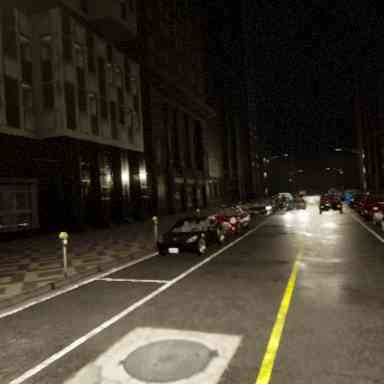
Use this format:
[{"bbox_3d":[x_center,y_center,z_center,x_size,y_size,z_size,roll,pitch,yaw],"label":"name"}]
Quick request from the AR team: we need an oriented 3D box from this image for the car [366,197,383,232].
[{"bbox_3d":[10.050,1.109,16.280,1.887,1.381,4.507,-4,-1,21],"label":"car"}]

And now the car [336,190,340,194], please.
[{"bbox_3d":[22.101,0.742,47.879,1.947,1.339,4.313,-4,-1,21],"label":"car"}]

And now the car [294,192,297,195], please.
[{"bbox_3d":[16.094,1.163,56.012,1.752,1.417,4.829,-4,-1,21],"label":"car"}]

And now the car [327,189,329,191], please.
[{"bbox_3d":[34.137,0.115,79.480,2.192,1.841,5.009,-4,-1,21],"label":"car"}]

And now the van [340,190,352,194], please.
[{"bbox_3d":[18.071,0.647,37.348,1.690,1.788,3.998,-4,-1,21],"label":"van"}]

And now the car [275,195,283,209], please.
[{"bbox_3d":[8.061,1.420,34.948,1.752,1.417,4.829,-4,-1,21],"label":"car"}]

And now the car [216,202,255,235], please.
[{"bbox_3d":[2.092,1.527,19.310,1.967,1.590,4.097,-4,-1,21],"label":"car"}]

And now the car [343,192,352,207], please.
[{"bbox_3d":[16.076,0.936,32.079,1.947,1.339,4.313,-4,-1,21],"label":"car"}]

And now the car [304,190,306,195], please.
[{"bbox_3d":[28.205,0.808,87.766,1.887,1.381,4.507,-4,-1,21],"label":"car"}]

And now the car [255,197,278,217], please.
[{"bbox_3d":[6.115,1.508,29.841,2.008,1.369,4.403,-4,-1,21],"label":"car"}]

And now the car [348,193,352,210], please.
[{"bbox_3d":[14.068,1.000,26.813,1.947,1.339,4.313,-4,-1,21],"label":"car"}]

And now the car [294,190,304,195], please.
[{"bbox_3d":[24.175,0.700,77.237,2.192,1.841,5.009,-4,-1,21],"label":"car"}]

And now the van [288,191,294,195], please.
[{"bbox_3d":[14.135,1.041,50.907,1.690,1.788,3.998,-4,-1,21],"label":"van"}]

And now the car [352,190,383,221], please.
[{"bbox_3d":[12.045,0.815,21.549,2.192,1.841,5.009,-4,-1,21],"label":"car"}]

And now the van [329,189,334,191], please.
[{"bbox_3d":[32.130,0.203,74.213,1.690,1.788,3.998,-4,-1,21],"label":"van"}]

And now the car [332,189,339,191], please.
[{"bbox_3d":[26.117,0.593,58.412,1.887,1.381,4.507,-4,-1,21],"label":"car"}]

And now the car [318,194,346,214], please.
[{"bbox_3d":[12.051,1.185,29.071,1.895,1.301,4.718,-4,-1,21],"label":"car"}]

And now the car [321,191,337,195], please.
[{"bbox_3d":[16.968,0.952,42.036,1.812,1.442,4.674,-4,0,21],"label":"car"}]

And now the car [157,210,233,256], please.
[{"bbox_3d":[0.091,1.718,14.042,1.947,1.339,4.313,-4,-1,21],"label":"car"}]

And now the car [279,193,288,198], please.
[{"bbox_3d":[10.125,1.269,40.374,1.967,1.590,4.097,-4,-1,21],"label":"car"}]

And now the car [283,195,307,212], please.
[{"bbox_3d":[10.980,1.317,35.017,1.895,1.301,4.718,-4,-1,21],"label":"car"}]
